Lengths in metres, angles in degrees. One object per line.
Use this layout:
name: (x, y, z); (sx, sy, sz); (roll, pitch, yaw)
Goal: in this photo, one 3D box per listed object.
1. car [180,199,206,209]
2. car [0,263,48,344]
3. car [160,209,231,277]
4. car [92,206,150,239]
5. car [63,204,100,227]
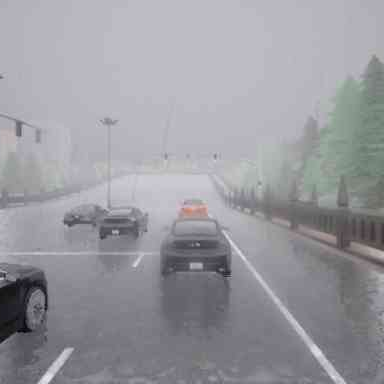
car: (0.102, 1.350, 27.613); (2.097, 1.767, 4.553); (0, 0, 0)
car: (-3.401, 1.492, 3.859); (2.128, 1.511, 4.902); (0, 0, 0)
car: (0.101, 1.504, 10.254); (1.837, 1.490, 4.892); (0, 0, 0)
car: (-3.398, 1.506, 17.188); (1.837, 1.490, 4.892); (0, 1, 0)
car: (-6.900, 1.546, 22.458); (2.033, 1.411, 5.357); (0, 0, 0)
